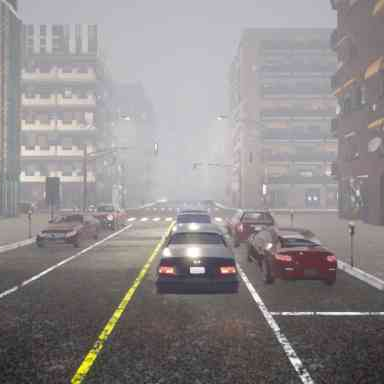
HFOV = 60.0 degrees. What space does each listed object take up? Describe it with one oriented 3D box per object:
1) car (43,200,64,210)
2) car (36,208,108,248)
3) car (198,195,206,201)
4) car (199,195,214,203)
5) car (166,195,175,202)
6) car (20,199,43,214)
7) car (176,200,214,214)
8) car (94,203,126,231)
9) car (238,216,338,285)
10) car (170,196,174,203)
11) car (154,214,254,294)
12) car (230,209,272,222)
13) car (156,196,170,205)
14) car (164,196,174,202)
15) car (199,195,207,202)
[{"bbox_3d":[-17.608,1.590,39.721,4.313,1.339,1.947,0,-1,0],"label":"car"},{"bbox_3d":[-5.305,1.585,14.780,1.802,1.307,4.206,1,0,0],"label":"car"},{"bbox_3d":[2.609,1.563,86.923,2.008,1.369,4.403,1,0,0],"label":"car"},{"bbox_3d":[2.595,1.560,52.898,2.008,1.369,4.403,1,0,0],"label":"car"},{"bbox_3d":[-5.273,1.556,81.226,1.887,1.381,4.507,1,0,0],"label":"car"},{"bbox_3d":[-17.549,1.241,31.845,5.009,1.841,2.192,0,-1,0],"label":"car"},{"bbox_3d":[0.100,1.482,19.547,1.882,1.535,5.008,0,0,0],"label":"car"},{"bbox_3d":[-5.305,1.445,20.329,1.967,1.590,4.097,1,0,0],"label":"car"},{"bbox_3d":[2.578,1.584,9.250,1.802,1.307,4.206,1,0,0],"label":"car"},{"bbox_3d":[-5.278,1.536,69.714,1.752,1.417,4.829,1,0,0],"label":"car"},{"bbox_3d":[0.104,1.550,8.905,2.033,1.411,5.357,0,0,0],"label":"car"},{"bbox_3d":[2.582,1.444,14.799,1.967,1.590,4.097,1,0,0],"label":"car"},{"bbox_3d":[-5.282,1.535,58.372,1.752,1.417,4.829,1,0,0],"label":"car"},{"bbox_3d":[-5.276,1.577,75.555,1.947,1.339,4.313,1,0,0],"label":"car"},{"bbox_3d":[2.607,1.556,81.253,1.887,1.381,4.507,1,0,0],"label":"car"}]
